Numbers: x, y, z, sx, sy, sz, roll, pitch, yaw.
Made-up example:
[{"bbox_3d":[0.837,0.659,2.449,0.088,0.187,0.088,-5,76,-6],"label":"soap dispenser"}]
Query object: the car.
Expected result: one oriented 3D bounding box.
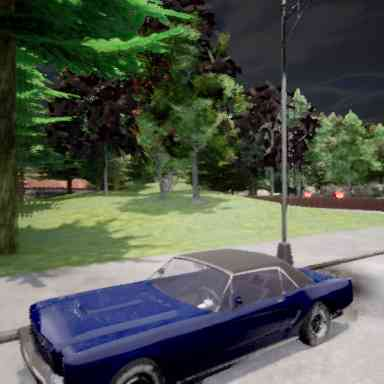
[{"bbox_3d":[0.207,1.590,4.755,4.718,1.301,1.895,0,0,-35],"label":"car"}]
